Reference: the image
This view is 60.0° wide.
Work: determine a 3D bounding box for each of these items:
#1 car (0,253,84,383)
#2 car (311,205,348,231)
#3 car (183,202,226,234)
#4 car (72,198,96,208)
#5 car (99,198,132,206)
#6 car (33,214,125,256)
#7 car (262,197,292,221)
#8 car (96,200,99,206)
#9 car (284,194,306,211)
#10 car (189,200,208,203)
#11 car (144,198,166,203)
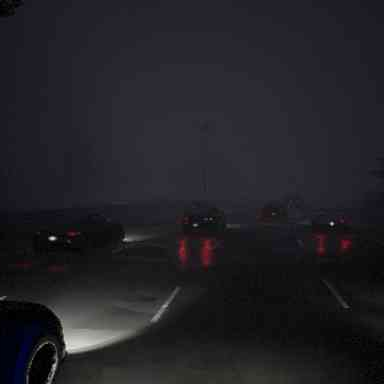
[{"bbox_3d":[-2.755,1.562,2.520,1.994,1.385,4.181,0,0,8],"label":"car"},{"bbox_3d":[8.471,1.518,20.718,1.812,1.442,4.674,0,0,17],"label":"car"},{"bbox_3d":[0.796,1.518,19.380,1.812,1.442,4.674,0,0,15],"label":"car"},{"bbox_3d":[-15.189,1.543,47.856,1.994,1.385,4.181,0,0,24],"label":"car"},{"bbox_3d":[-9.566,1.507,43.257,1.812,1.442,4.674,0,0,23],"label":"car"},{"bbox_3d":[-4.315,1.558,13.311,1.994,1.385,4.181,0,0,12],"label":"car"},{"bbox_3d":[6.869,1.467,27.019,1.882,1.535,5.008,0,0,19],"label":"car"},{"bbox_3d":[-11.226,1.580,48.175,1.895,1.301,4.718,0,0,24],"label":"car"},{"bbox_3d":[12.487,1.206,40.654,2.150,2.045,5.566,0,0,25],"label":"car"},{"bbox_3d":[0.737,1.479,30.717,2.128,1.511,4.902,0,0,19],"label":"car"},{"bbox_3d":[-4.934,1.506,45.107,1.812,1.442,4.674,0,0,24],"label":"car"}]
